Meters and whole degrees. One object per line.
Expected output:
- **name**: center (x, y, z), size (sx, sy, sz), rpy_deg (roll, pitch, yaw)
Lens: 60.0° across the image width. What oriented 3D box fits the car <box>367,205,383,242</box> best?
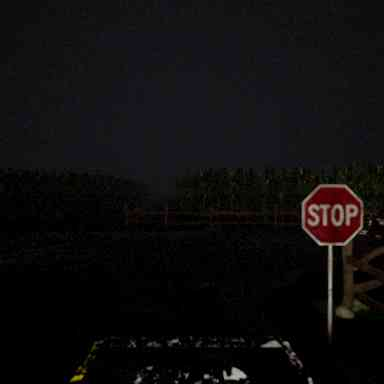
- **car**: center (9.779, 1.265, 13.639), size (4.553, 1.767, 2.097), rpy_deg (0, 1, -6)
